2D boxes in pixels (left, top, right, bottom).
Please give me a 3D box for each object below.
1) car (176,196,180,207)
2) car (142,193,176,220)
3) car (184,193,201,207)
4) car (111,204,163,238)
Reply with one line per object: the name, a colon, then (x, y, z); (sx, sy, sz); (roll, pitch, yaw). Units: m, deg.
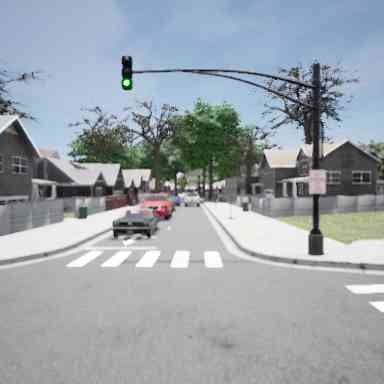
car: (-2.808, 1.384, 37.734); (2.128, 1.511, 4.902); (0, 0, 0)
car: (-2.830, 1.141, 27.498); (2.150, 2.045, 5.566); (0, 0, 1)
car: (0.059, 1.087, 48.782); (2.150, 2.045, 5.566); (0, 0, 0)
car: (-2.859, 1.548, 17.599); (1.895, 1.301, 4.718); (0, 0, 0)
